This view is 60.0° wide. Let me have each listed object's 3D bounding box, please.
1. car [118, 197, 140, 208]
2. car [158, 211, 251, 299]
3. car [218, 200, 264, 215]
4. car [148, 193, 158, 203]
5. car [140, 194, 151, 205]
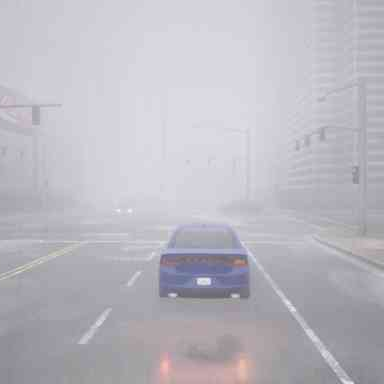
[{"bbox_3d":[-9.081,1.505,47.323,1.837,1.490,4.892,0,0,2],"label":"car"},{"bbox_3d":[0.313,1.478,8.538,1.882,1.535,5.008,0,0,2],"label":"car"},{"bbox_3d":[4.981,1.525,34.214,4.674,1.442,1.812,0,1,23],"label":"car"},{"bbox_3d":[-8.286,1.221,68.741,2.150,2.045,5.566,0,0,2],"label":"car"},{"bbox_3d":[-8.744,1.526,57.359,1.812,1.442,4.674,0,0,2],"label":"car"}]
